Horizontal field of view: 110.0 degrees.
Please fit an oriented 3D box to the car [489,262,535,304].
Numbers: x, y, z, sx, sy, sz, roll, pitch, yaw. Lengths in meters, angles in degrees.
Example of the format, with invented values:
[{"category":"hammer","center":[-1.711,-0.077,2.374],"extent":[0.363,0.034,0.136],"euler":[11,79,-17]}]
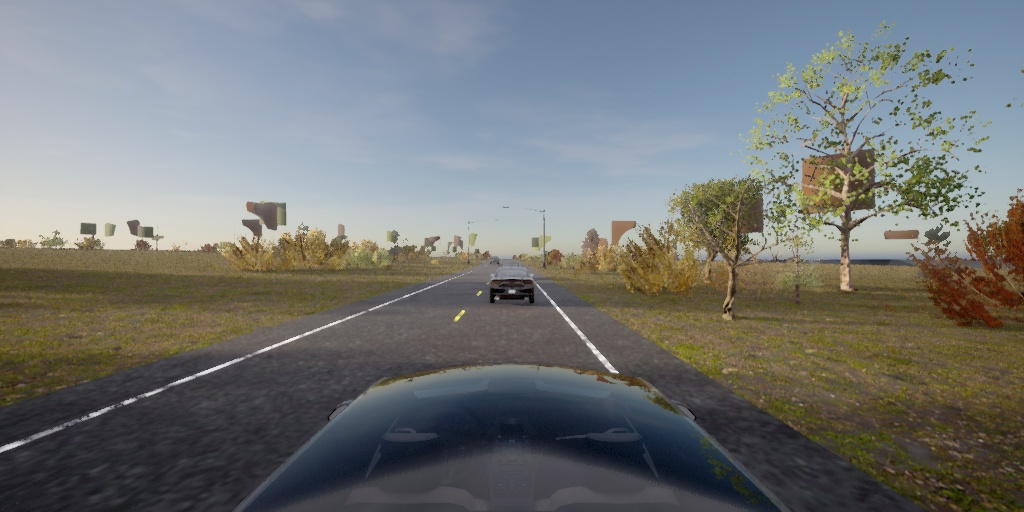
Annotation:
[{"category":"car","center":[0.000,1.237,16.501],"extent":[1.882,1.535,5.008],"euler":[0,0,0]}]
